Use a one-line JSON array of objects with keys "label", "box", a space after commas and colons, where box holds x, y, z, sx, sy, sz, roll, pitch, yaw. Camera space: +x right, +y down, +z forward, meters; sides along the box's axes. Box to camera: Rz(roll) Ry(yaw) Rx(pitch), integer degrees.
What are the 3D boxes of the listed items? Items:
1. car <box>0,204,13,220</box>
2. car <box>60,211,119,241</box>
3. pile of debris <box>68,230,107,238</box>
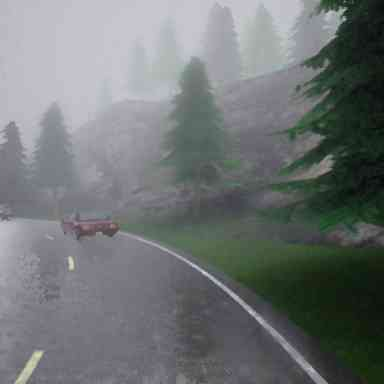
[{"label": "car", "box": [-17.597, 1.695, 29.013, 5.357, 1.411, 2.033, -1, 0, 38]}, {"label": "car", "box": [-5.461, 1.638, 17.222, 1.895, 1.301, 4.718, -1, 0, -32]}, {"label": "pile of debris", "box": [-5.578, 2.215, 17.652, 1.500, 0.140, 1.860, -1, 0, -34]}]
